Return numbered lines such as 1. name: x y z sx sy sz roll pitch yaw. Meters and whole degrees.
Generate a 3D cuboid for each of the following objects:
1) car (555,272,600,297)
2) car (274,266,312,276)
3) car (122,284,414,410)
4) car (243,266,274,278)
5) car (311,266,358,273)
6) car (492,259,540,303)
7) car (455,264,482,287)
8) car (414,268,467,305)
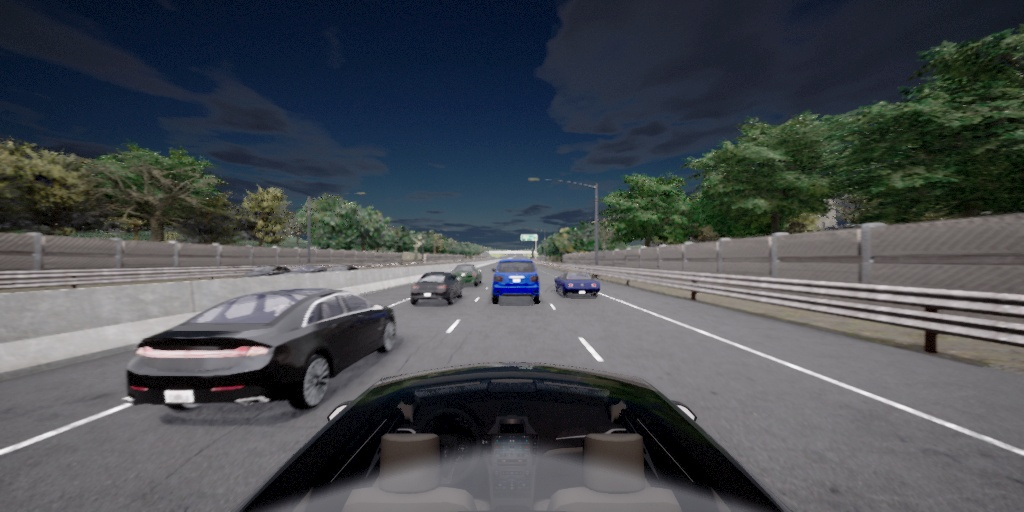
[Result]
1. car: 3.591 1.579 20.586 1.895 1.301 4.718 0 -1 0
2. car: -17.610 1.585 30.892 2.128 1.511 4.902 0 -1 0
3. car: -3.502 1.297 6.201 2.128 1.511 4.902 0 -1 0
4. car: -21.110 1.603 31.299 1.837 1.490 4.892 0 -1 0
5. car: -14.111 1.585 29.656 1.837 1.490 4.892 0 -1 0
6. car: 0.159 1.171 18.007 2.150 2.045 5.566 0 0 -1
7. car: -3.513 1.416 28.173 2.097 1.767 4.553 0 -1 0
8. car: -3.508 1.464 17.201 1.812 1.442 4.674 0 -1 0
